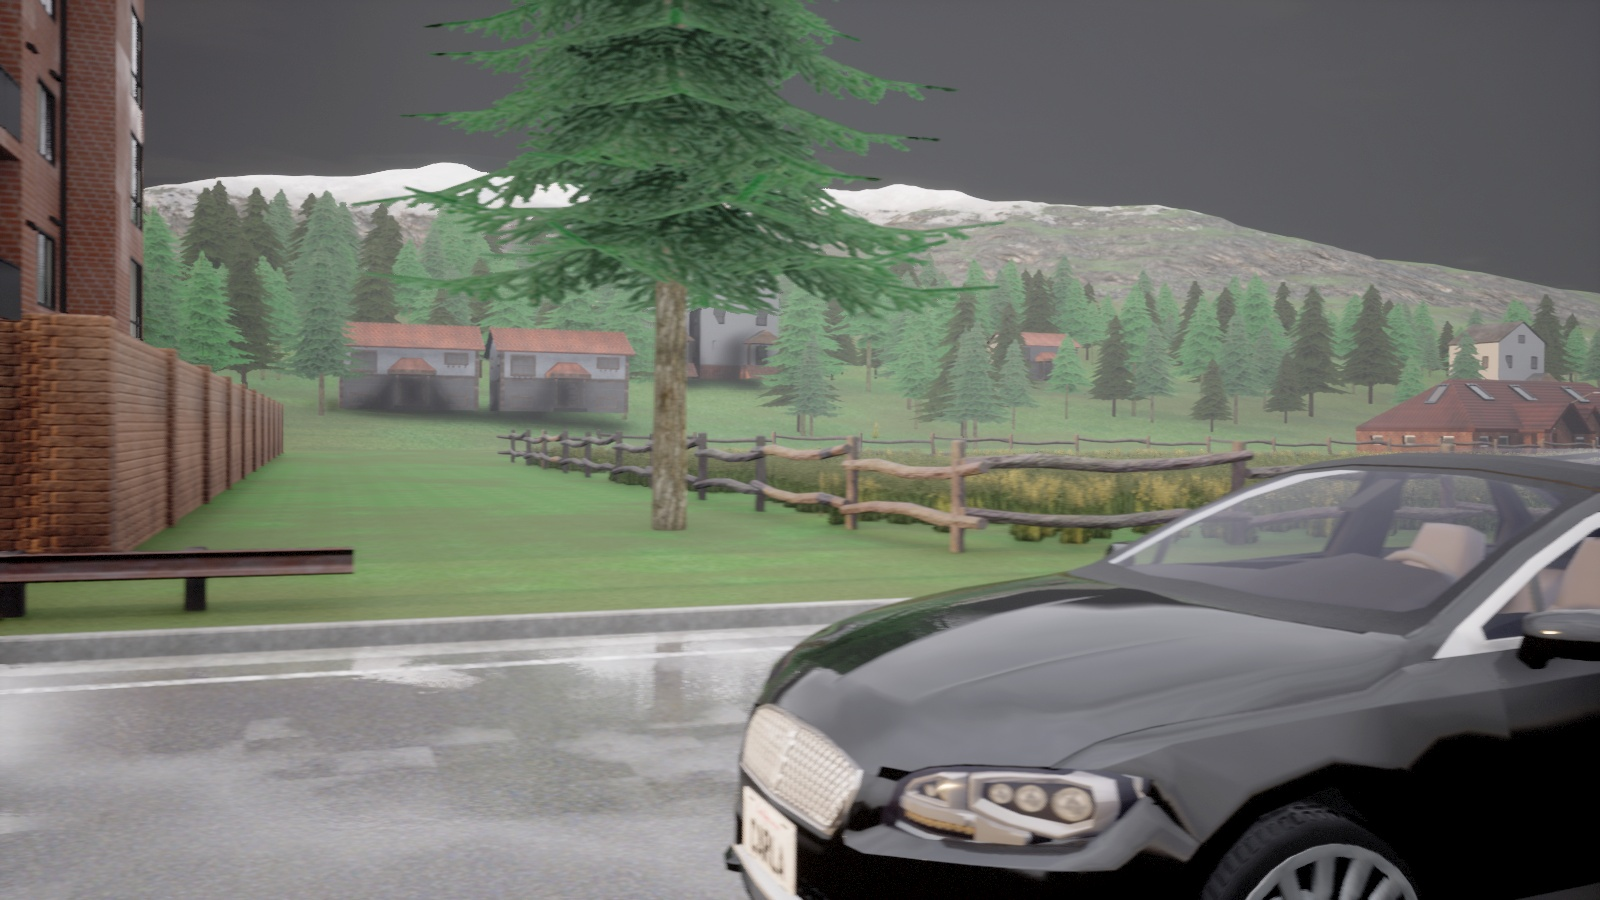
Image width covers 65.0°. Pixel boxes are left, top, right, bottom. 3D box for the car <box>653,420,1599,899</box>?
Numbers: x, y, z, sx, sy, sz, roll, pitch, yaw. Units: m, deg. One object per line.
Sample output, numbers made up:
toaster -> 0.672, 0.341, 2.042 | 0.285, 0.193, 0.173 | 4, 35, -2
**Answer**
car -> 2.187, 0.664, 4.085 | 4.902, 1.511, 2.128 | -1, 1, -21
